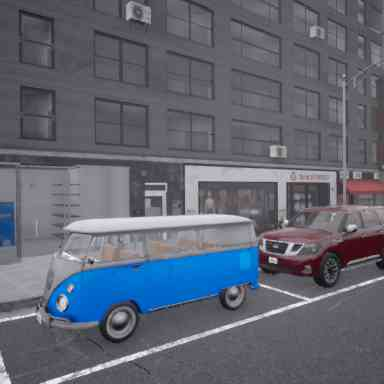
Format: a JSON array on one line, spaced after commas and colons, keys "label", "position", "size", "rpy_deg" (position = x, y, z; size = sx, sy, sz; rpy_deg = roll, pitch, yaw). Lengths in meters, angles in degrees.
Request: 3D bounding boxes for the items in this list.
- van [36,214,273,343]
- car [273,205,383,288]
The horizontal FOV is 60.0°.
[{"label": "van", "position": [-0.559, 1.340, 6.157], "size": [3.998, 1.788, 1.690], "rpy_deg": [0, -1, -36]}, {"label": "car", "position": [3.974, 1.312, 9.420], "size": [5.009, 1.841, 2.192], "rpy_deg": [0, -1, -36]}]
